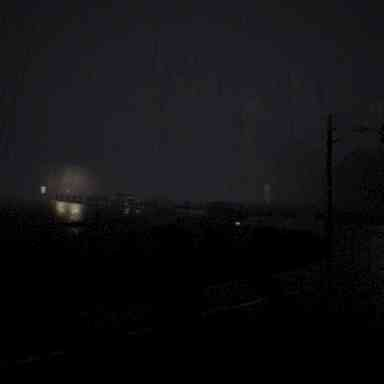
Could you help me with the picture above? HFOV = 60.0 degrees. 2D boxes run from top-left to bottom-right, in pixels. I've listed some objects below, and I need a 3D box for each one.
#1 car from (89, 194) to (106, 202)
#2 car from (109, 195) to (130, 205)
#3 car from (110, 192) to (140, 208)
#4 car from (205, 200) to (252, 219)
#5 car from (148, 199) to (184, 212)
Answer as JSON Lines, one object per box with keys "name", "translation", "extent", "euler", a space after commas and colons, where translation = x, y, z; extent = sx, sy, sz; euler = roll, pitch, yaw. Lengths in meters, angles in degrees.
{"name": "car", "translation": [-17.863, 1.131, 63.005], "extent": [1.882, 1.535, 5.008], "euler": [0, 0, -36]}
{"name": "car", "translation": [-12.017, 1.278, 54.963], "extent": [1.812, 1.442, 4.674], "euler": [0, 0, -35]}
{"name": "car", "translation": [-9.298, 1.048, 46.265], "extent": [2.150, 2.045, 5.566], "euler": [0, 0, -36]}
{"name": "car", "translation": [3.107, 1.533, 29.038], "extent": [1.837, 1.490, 4.892], "euler": [0, 0, -36]}
{"name": "car", "translation": [-3.089, 1.476, 37.629], "extent": [2.033, 1.411, 5.357], "euler": [0, 0, -36]}
